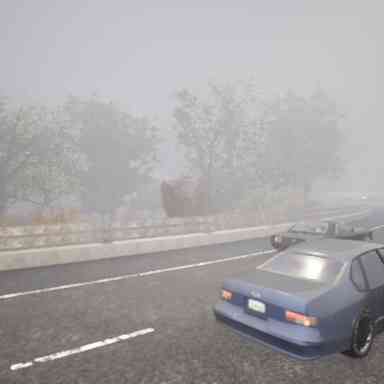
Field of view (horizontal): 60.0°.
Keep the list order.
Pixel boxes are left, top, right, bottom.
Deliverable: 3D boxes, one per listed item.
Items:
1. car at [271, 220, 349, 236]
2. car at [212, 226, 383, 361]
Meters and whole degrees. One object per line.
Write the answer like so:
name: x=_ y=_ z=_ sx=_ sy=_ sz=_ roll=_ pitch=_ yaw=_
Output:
car: x=5.094 y=1.697 z=12.600 sx=4.718 sy=1.301 sz=1.895 roll=0 pitch=-1 yaw=-42
car: x=2.832 y=1.595 z=6.070 sx=5.357 sy=1.411 sz=2.033 roll=0 pitch=-1 yaw=-39
